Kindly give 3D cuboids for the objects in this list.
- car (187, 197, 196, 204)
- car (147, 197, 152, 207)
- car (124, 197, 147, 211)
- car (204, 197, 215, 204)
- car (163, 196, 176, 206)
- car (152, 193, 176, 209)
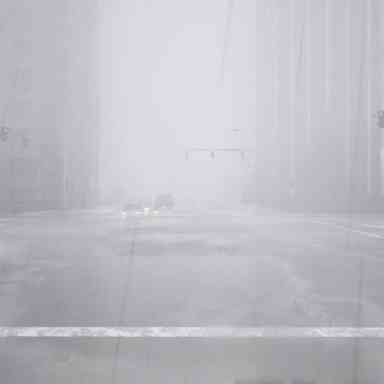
[{"bbox_3d":[-0.088,1.601,65.584,1.895,1.301,4.718,0,0,0],"label":"car"},{"bbox_3d":[-7.155,1.491,50.781,2.128,1.511,4.902,0,0,0],"label":"car"},{"bbox_3d":[-7.154,1.478,41.294,1.882,1.535,5.008,0,0,0],"label":"car"},{"bbox_3d":[3.413,1.601,65.049,1.895,1.301,4.718,0,0,0],"label":"car"},{"bbox_3d":[-3.653,1.478,54.550,1.882,1.535,5.008,0,0,0],"label":"car"},{"bbox_3d":[-3.658,1.221,44.390,2.150,2.045,5.566,0,0,0],"label":"car"}]
